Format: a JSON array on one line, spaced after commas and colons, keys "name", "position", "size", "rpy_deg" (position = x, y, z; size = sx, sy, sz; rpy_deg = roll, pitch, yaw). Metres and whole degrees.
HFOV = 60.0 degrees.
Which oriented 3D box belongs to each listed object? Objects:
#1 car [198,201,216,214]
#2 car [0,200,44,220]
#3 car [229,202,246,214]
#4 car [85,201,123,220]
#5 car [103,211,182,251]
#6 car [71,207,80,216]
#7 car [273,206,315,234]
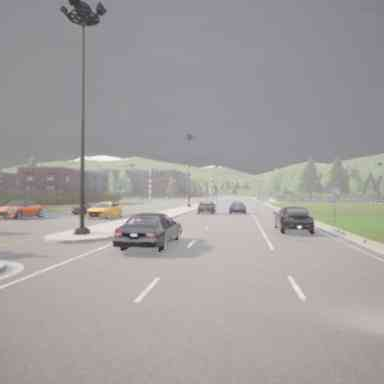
[{"name": "car", "position": [1.800, 1.740, 38.929], "size": [2.128, 1.511, 4.902], "rpy_deg": [0, 0, 8]}, {"name": "car", "position": [-15.017, 1.475, 28.972], "size": [2.097, 1.767, 4.553], "rpy_deg": [0, 0, 8]}, {"name": "car", "position": [5.512, 1.835, 40.115], "size": [1.994, 1.385, 4.181], "rpy_deg": [0, 0, 8]}, {"name": "car", "position": [-7.788, 1.634, 30.036], "size": [1.882, 1.535, 5.008], "rpy_deg": [0, 0, 8]}, {"name": "car", "position": [-1.751, 1.631, 14.531], "size": [2.033, 1.411, 5.357], "rpy_deg": [0, 0, 8]}, {"name": "car", "position": [-10.665, 1.774, 34.548], "size": [1.895, 1.301, 4.718], "rpy_deg": [0, 0, 8]}, {"name": "car", "position": [6.182, 1.656, 20.430], "size": [1.837, 1.490, 4.892], "rpy_deg": [0, 0, 8]}]
